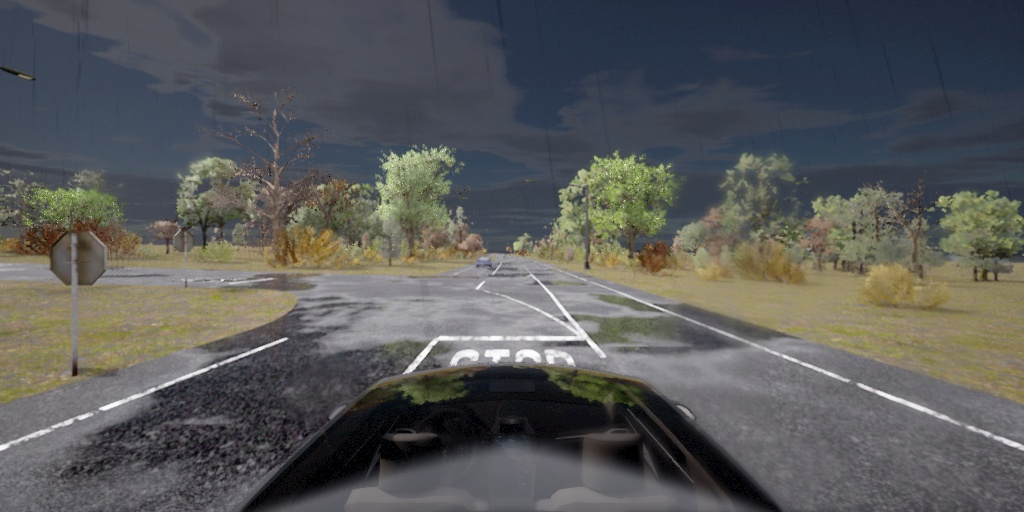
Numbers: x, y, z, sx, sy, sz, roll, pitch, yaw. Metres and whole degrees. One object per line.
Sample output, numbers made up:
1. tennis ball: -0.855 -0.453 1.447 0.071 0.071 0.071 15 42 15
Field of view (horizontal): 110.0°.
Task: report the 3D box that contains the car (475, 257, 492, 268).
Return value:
1. car: -3.524 0.800 45.577 1.812 1.442 4.674 0 1 0
